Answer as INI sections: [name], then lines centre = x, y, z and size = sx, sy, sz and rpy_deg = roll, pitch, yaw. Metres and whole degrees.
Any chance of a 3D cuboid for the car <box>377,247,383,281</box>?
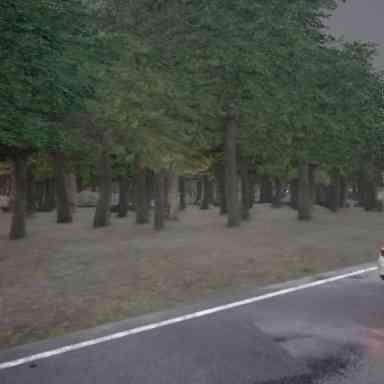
[car]
centre = 6.329, 1.493, 8.089
size = 4.674, 1.442, 1.812
rpy_deg = 0, 0, -34
